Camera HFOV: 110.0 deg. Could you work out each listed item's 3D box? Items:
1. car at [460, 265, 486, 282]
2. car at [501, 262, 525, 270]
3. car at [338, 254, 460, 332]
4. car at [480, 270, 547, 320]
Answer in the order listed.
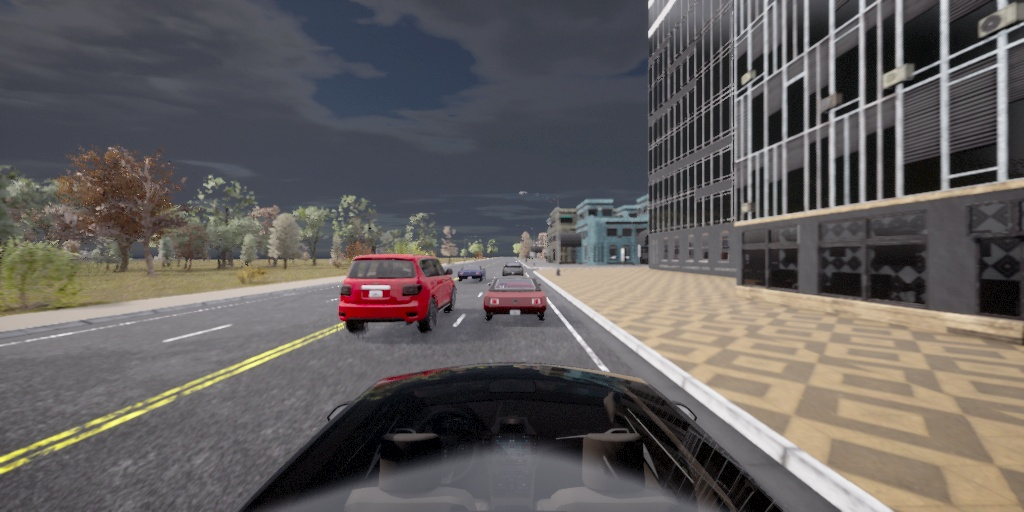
[{"bbox_3d":[-3.161,1.350,29.110,1.895,1.301,4.718,0,0,0],"label":"car"},{"bbox_3d":[0.090,1.241,32.279,2.128,1.511,4.902,0,0,0],"label":"car"},{"bbox_3d":[-3.154,0.971,10.973,2.150,2.045,5.566,0,0,0],"label":"car"},{"bbox_3d":[0.095,1.351,12.594,1.895,1.301,4.718,0,0,0],"label":"car"}]
